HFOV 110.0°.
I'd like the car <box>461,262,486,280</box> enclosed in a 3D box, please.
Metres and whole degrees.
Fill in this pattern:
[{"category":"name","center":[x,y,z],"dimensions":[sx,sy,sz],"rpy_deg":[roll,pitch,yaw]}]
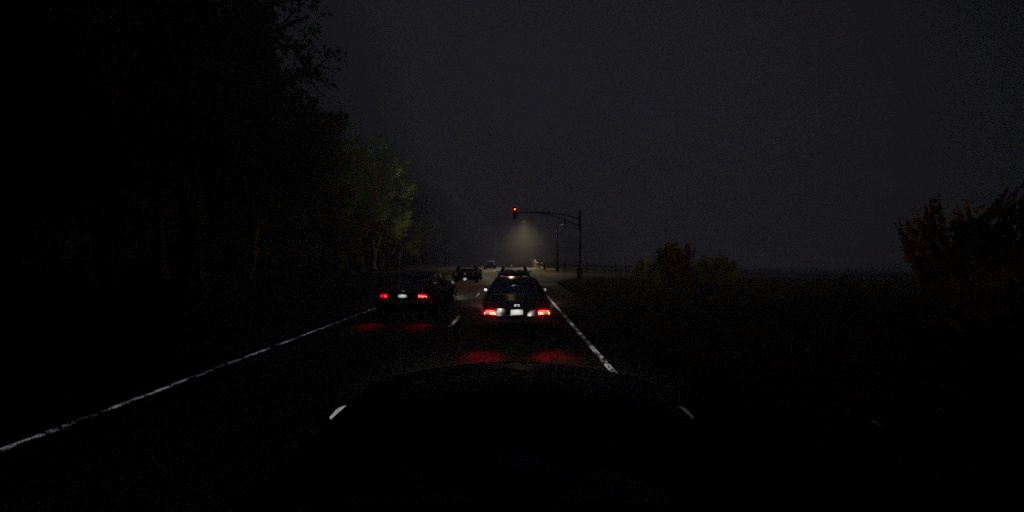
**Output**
[{"category":"car","center":[-3.402,1.353,28.147],"dimensions":[1.895,1.301,4.718],"rpy_deg":[0,0,0]}]

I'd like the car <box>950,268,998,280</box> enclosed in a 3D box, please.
[{"category":"car","center":[50.203,1.892,38.862],"dimensions":[4.718,1.301,1.895],"rpy_deg":[1,-1,0]}]

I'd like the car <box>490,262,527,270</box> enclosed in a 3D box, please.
[{"category":"car","center":[0.103,1.243,20.218],"dimensions":[2.128,1.511,4.902],"rpy_deg":[0,0,0]}]

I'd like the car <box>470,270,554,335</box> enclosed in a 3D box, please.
[{"category":"car","center":[0.101,1.298,10.470],"dimensions":[2.033,1.411,5.357],"rpy_deg":[0,0,0]}]

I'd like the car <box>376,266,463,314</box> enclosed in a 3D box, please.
[{"category":"car","center":[-3.395,1.299,13.690],"dimensions":[2.033,1.411,5.357],"rpy_deg":[0,0,0]}]

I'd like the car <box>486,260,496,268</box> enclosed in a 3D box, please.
[{"category":"car","center":[-3.405,1.295,58.224],"dimensions":[2.033,1.411,5.357],"rpy_deg":[0,0,0]}]
